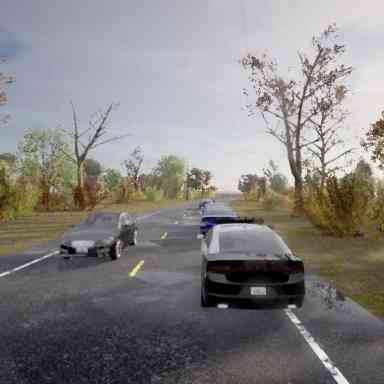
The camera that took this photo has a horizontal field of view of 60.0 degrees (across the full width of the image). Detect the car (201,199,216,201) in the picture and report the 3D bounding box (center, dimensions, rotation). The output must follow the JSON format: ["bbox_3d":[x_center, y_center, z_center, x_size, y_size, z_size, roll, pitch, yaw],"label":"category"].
[{"bbox_3d":[1.648,1.492,23.881,1.882,1.535,5.008,0,0,3],"label":"car"}]

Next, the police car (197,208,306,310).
[{"bbox_3d":[1.145,1.428,8.069,1.930,1.638,5.238,0,0,1],"label":"police car"}]

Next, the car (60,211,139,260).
[{"bbox_3d":[-3.263,1.496,12.512,2.128,1.511,4.902,0,0,2],"label":"car"}]

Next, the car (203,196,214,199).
[{"bbox_3d":[2.048,1.605,46.562,1.812,1.442,4.674,0,0,6],"label":"car"}]

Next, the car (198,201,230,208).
[{"bbox_3d":[1.411,1.486,17.912,1.882,1.535,5.008,0,0,2],"label":"car"}]

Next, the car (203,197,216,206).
[{"bbox_3d":[3.211,1.637,60.344,2.128,1.511,4.902,0,0,6],"label":"car"}]
